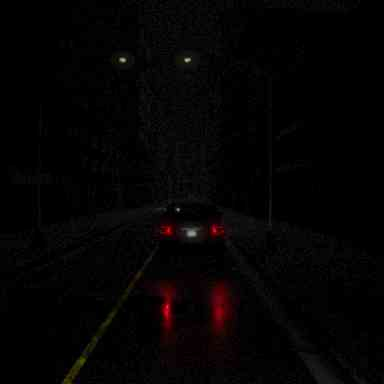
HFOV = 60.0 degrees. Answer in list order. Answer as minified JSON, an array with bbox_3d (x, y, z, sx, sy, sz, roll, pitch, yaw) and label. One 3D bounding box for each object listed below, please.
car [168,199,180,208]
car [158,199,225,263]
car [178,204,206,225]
[{"bbox_3d":[-3.075,1.968,57.582,1.882,1.535,5.008,0,0,0],"label":"car"},{"bbox_3d":[0.006,1.340,12.594,2.150,2.045,5.566,0,0,0],"label":"car"},{"bbox_3d":[0.005,1.795,27.524,2.033,1.411,5.357,0,0,0],"label":"car"}]
